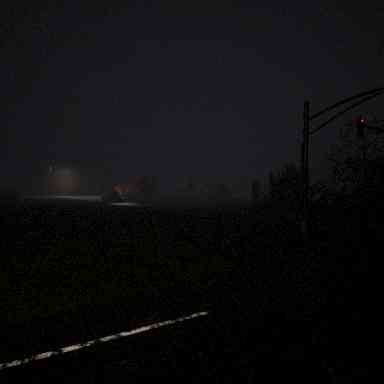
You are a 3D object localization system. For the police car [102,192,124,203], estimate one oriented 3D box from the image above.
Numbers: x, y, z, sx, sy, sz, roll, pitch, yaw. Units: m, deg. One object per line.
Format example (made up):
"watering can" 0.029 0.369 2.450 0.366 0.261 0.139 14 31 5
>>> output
"police car" -11.831 0.822 49.772 2.038 1.542 4.974 1 0 -32
